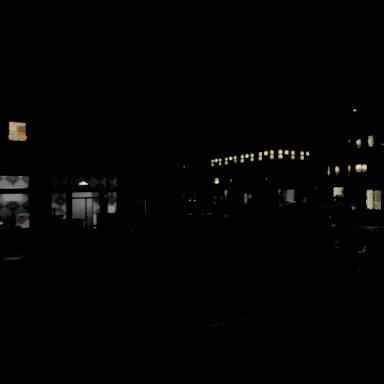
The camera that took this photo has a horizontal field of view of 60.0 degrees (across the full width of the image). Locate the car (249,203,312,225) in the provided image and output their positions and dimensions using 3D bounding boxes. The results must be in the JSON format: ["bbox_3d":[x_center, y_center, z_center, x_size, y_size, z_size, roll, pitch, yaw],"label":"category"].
[{"bbox_3d":[6.954,1.802,26.621,1.947,1.339,4.313,-1,0,-29],"label":"car"}]

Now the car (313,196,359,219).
[{"bbox_3d":[11.999,1.396,29.805,2.150,2.045,5.566,-1,0,-30],"label":"car"}]

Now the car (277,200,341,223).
[{"bbox_3d":[9.423,1.695,27.780,2.128,1.511,4.902,-1,0,-29],"label":"car"}]

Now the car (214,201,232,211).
[{"bbox_3d":[4.839,1.950,47.709,1.802,1.307,4.206,-1,0,-29],"label":"car"}]

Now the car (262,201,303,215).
[{"bbox_3d":[10.269,1.793,38.063,2.008,1.369,4.403,-1,0,-29],"label":"car"}]

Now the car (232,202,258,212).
[{"bbox_3d":[7.554,1.887,42.886,1.802,1.307,4.206,-1,0,-29],"label":"car"}]

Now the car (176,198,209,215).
[{"bbox_3d":[0.249,1.835,38.773,1.967,1.590,4.097,-1,0,-29],"label":"car"}]

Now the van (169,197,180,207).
[{"bbox_3d":[-3.314,1.892,62.179,1.690,1.788,3.998,-1,0,-29],"label":"van"}]

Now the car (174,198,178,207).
[{"bbox_3d":[-0.121,1.906,44.750,1.882,1.535,5.008,-1,0,-29],"label":"car"}]
